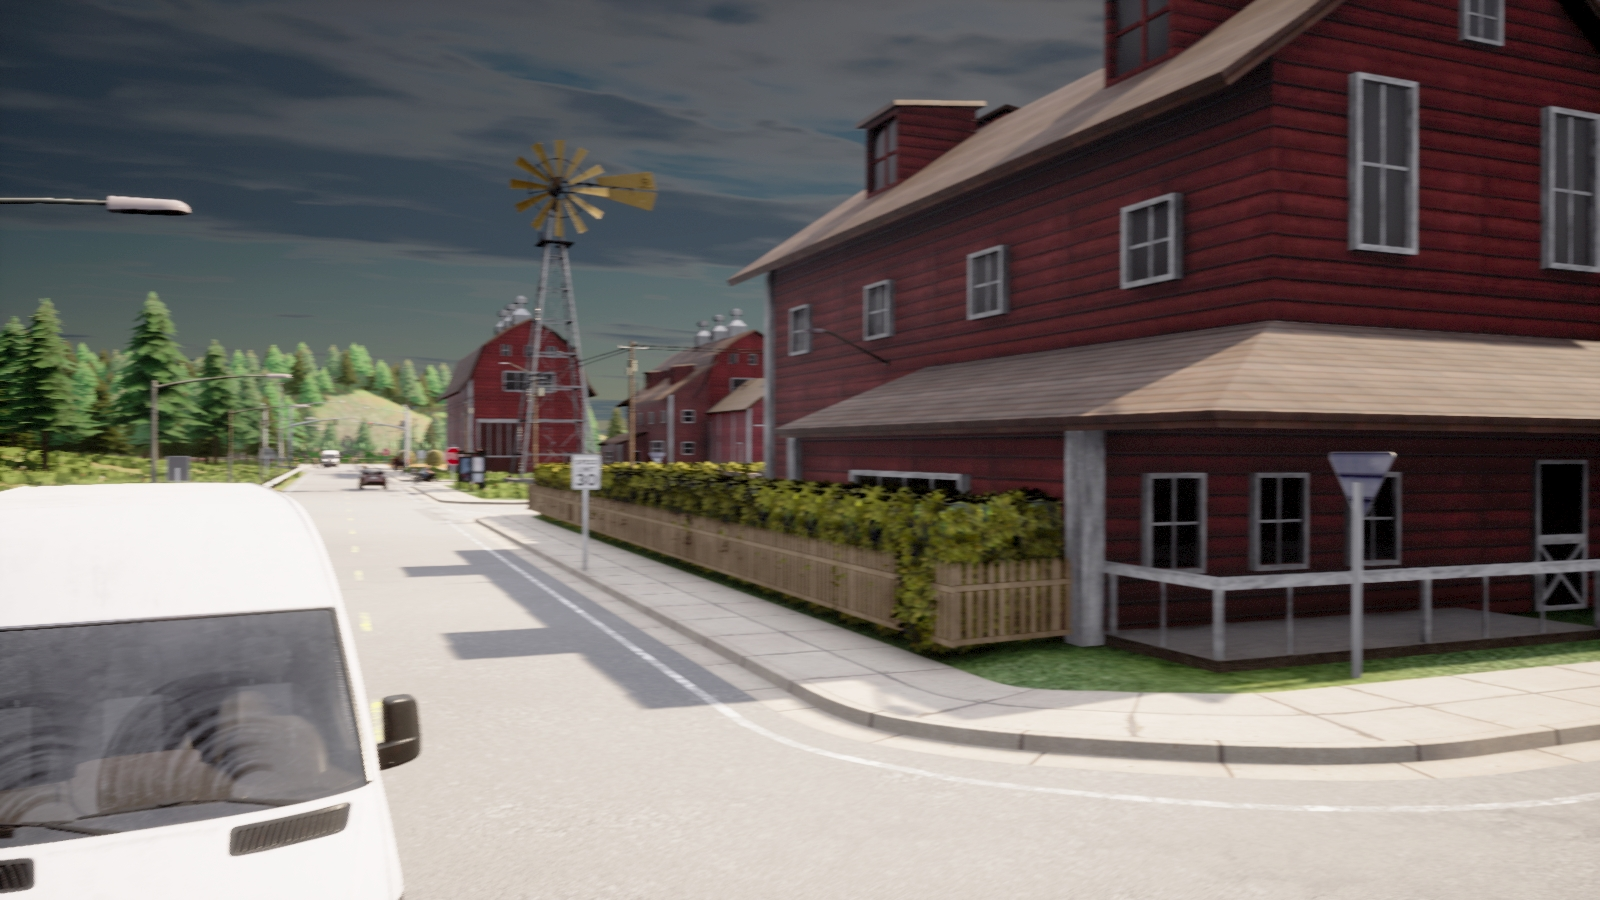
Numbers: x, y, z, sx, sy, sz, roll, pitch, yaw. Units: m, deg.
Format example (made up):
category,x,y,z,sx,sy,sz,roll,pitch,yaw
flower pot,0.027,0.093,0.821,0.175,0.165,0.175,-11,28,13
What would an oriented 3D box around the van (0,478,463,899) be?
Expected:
category,x,y,z,sx,sy,sz,roll,pitch,yaw
van,-3.524,1.507,6.145,1.988,2.561,5.915,0,0,-30
